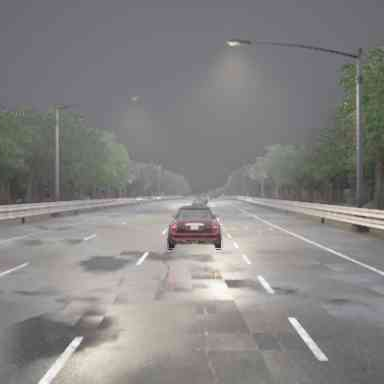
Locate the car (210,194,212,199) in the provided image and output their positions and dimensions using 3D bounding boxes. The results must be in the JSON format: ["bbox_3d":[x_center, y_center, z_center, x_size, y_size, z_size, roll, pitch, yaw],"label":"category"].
[{"bbox_3d":[3.498,1.798,84.206,1.895,1.301,4.718,0,0,4],"label":"car"}]

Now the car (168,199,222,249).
[{"bbox_3d":[0.133,1.368,14.706,2.097,1.767,4.553,0,0,1],"label":"car"}]

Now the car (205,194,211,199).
[{"bbox_3d":[2.328,1.668,66.903,2.033,1.411,5.357,0,0,4],"label":"car"}]

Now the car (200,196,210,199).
[{"bbox_3d":[0.850,1.593,39.942,2.033,1.411,5.357,0,0,2],"label":"car"}]
